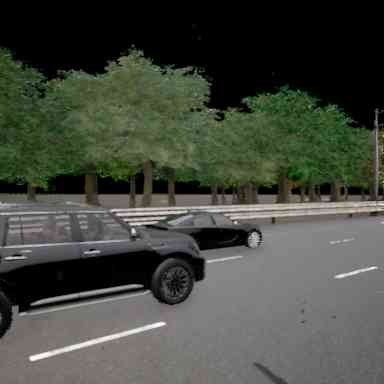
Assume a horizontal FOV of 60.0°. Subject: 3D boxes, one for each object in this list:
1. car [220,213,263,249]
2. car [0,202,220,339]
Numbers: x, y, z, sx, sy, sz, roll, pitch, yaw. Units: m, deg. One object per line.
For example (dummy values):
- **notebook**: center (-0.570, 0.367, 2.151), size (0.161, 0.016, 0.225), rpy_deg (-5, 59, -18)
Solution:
- **car**: center (0.561, 1.469, 12.739), size (5.008, 1.535, 1.882), rpy_deg (0, 0, -35)
- **car**: center (-2.356, 1.218, 6.364), size (5.566, 2.045, 2.150), rpy_deg (0, 0, -35)
